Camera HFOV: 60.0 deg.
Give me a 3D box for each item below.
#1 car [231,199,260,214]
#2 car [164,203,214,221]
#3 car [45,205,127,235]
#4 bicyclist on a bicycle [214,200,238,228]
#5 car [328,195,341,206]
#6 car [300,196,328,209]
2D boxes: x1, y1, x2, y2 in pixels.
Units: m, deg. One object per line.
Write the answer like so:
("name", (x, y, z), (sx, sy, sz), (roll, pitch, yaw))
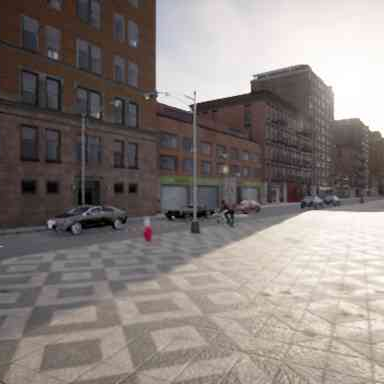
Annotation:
("car", (5.739, 1.529, 35.519), (1.812, 1.442, 4.674), (0, 0, 36))
("car", (-0.160, 1.616, 27.365), (1.895, 1.301, 4.718), (0, 0, 36))
("car", (-5.963, 1.518, 19.316), (2.128, 1.511, 4.902), (0, 0, 36))
("bicyclist on a bicycle", (1.982, 1.314, 19.675), (1.656, 1.620, 0.582), (0, 0, 36))
("car", (22.150, 1.324, 52.833), (2.097, 1.767, 4.553), (0, 0, 36))
("car", (16.152, 1.337, 44.510), (2.097, 1.767, 4.553), (0, 0, 36))
